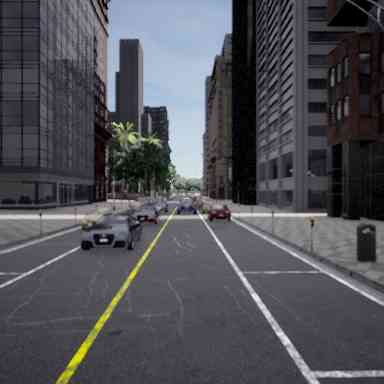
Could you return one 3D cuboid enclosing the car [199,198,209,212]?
[{"bbox_3d":[2.050,1.765,39.346,1.752,1.417,4.829,0,0,-1],"label":"car"}]

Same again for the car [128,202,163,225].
[{"bbox_3d":[-3.543,1.718,25.582,1.994,1.385,4.181,0,0,-1],"label":"car"}]

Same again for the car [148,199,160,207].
[{"bbox_3d":[-6.875,1.929,60.725,1.887,1.381,4.507,0,0,-1],"label":"car"}]

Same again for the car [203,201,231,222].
[{"bbox_3d":[2.255,1.715,28.328,1.887,1.381,4.507,0,0,-1],"label":"car"}]

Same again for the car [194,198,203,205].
[{"bbox_3d":[1.443,1.985,71.890,1.752,1.417,4.829,0,0,-1],"label":"car"}]

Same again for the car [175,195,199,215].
[{"bbox_3d":[-0.582,1.583,37.823,2.097,1.767,4.553,0,0,-1],"label":"car"}]

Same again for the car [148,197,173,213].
[{"bbox_3d":[-3.825,1.738,40.081,2.128,1.511,4.902,0,0,-1],"label":"car"}]

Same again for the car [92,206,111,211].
[{"bbox_3d":[-6.164,1.662,22.581,1.752,1.417,4.829,0,0,-1],"label":"car"}]

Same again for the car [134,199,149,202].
[{"bbox_3d":[-6.471,1.822,39.026,1.802,1.307,4.206,0,0,-1],"label":"car"}]

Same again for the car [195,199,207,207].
[{"bbox_3d":[1.647,1.928,60.872,1.887,1.381,4.507,0,0,-1],"label":"car"}]

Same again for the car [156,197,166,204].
[{"bbox_3d":[-7.179,1.936,77.002,1.967,1.590,4.097,0,0,-1],"label":"car"}]

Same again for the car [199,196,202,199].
[{"bbox_3d":[1.850,1.750,50.024,1.967,1.590,4.097,0,0,-1],"label":"car"}]

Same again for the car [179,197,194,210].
[{"bbox_3d":[-0.764,1.647,47.590,2.097,1.767,4.553,0,0,-1],"label":"car"}]

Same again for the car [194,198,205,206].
[{"bbox_3d":[1.548,1.972,66.295,2.008,1.369,4.403,0,0,-1],"label":"car"}]

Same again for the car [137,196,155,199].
[{"bbox_3d":[-6.573,1.590,44.452,2.192,1.841,5.009,0,0,-1],"label":"car"}]

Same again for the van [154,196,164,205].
[{"bbox_3d":[-7.078,1.800,71.577,1.690,1.788,3.998,0,0,-1],"label":"van"}]

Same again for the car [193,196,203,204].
[{"bbox_3d":[1.344,1.810,77.145,2.192,1.841,5.009,0,0,-1],"label":"car"}]

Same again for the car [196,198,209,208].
[{"bbox_3d":[1.749,1.787,55.449,1.967,1.590,4.097,0,0,-1],"label":"car"}]

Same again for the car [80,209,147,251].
[{"bbox_3d":[-3.343,1.652,14.495,1.994,1.385,4.181,0,0,-1],"label":"car"}]
